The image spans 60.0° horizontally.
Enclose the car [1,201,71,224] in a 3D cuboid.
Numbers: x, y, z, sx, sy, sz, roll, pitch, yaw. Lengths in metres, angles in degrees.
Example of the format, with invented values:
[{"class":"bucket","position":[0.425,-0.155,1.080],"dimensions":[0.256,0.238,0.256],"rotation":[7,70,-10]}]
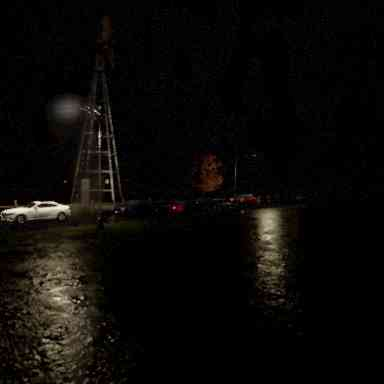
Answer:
[{"class":"car","position":[-10.962,1.384,23.693],"dimensions":[1.812,1.442,4.674],"rotation":[1,1,39]}]

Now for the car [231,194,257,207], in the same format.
[{"class":"car","position":[7.412,1.111,47.409],"dimensions":[2.097,1.767,4.553],"rotation":[2,1,39]}]

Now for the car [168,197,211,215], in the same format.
[{"class":"car","position":[-0.424,1.425,32.617],"dimensions":[1.994,1.385,4.181],"rotation":[1,1,38]}]

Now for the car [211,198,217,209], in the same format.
[{"class":"car","position":[1.237,1.319,39.561],"dimensions":[1.812,1.442,4.674],"rotation":[1,1,38]}]

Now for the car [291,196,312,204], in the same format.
[{"class":"car","position":[18.893,1.311,57.227],"dimensions":[2.033,1.411,5.357],"rotation":[1,1,40]}]

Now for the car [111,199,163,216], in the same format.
[{"class":"car","position":[-5.041,1.374,31.413],"dimensions":[2.033,1.411,5.357],"rotation":[1,1,38]}]
